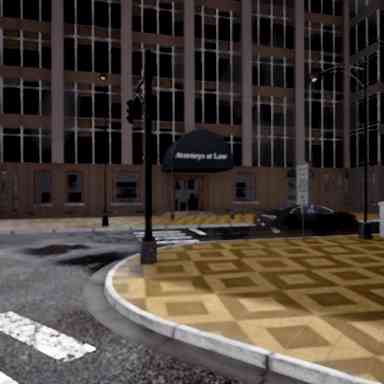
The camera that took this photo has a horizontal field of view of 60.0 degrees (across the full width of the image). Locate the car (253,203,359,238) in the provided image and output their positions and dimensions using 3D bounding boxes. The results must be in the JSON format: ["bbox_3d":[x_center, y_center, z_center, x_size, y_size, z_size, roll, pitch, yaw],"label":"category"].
[{"bbox_3d":[5.697,1.300,16.170,4.902,1.511,2.128,0,0,-14],"label":"car"}]

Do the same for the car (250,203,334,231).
[{"bbox_3d":[5.659,1.378,19.097,4.181,1.385,1.994,0,0,-14],"label":"car"}]
